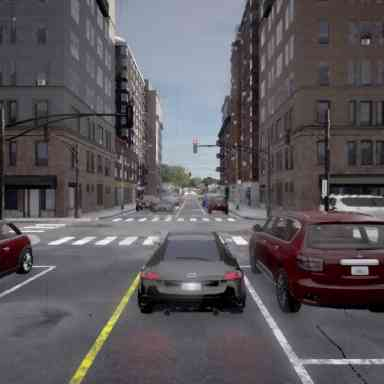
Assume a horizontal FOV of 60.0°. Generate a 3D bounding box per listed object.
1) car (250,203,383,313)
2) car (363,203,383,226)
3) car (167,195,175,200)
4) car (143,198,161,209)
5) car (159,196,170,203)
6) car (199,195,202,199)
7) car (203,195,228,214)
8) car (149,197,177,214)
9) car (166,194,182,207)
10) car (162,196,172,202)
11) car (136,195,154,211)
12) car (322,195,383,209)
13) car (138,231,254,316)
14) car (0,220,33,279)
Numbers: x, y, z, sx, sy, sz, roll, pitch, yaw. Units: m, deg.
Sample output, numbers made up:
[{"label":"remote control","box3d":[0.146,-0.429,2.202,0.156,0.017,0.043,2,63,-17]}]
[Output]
[{"label":"car","box3d":[2.625,1.315,7.595,2.192,1.841,5.009,0,0,0]},{"label":"car","box3d":[14.891,1.502,22.705,5.357,1.411,2.033,0,0,0]},{"label":"car","box3d":[-5.555,1.575,89.674,1.802,1.307,4.206,0,0,0]},{"label":"car","box3d":[-5.495,1.563,45.643,1.947,1.339,4.313,0,0,0]},{"label":"car","box3d":[-5.525,1.540,67.659,1.887,1.381,4.507,0,0,0]},{"label":"car","box3d":[2.599,1.312,51.163,2.192,1.841,5.009,0,0,0]},{"label":"car","box3d":[2.641,1.313,34.652,2.192,1.841,5.009,0,0,0]},{"label":"car","box3d":[-2.907,1.562,34.469,1.994,1.385,4.181,0,0,0]},{"label":"car","box3d":[-2.928,1.522,51.748,1.812,1.442,4.674,0,0,-1]},{"label":"car","box3d":[-5.533,1.539,73.162,1.887,1.381,4.507,0,0,0]},{"label":"car","box3d":[-5.488,1.313,40.140,2.192,1.841,5.009,0,0,0]},{"label":"car","box3d":[10.281,1.189,19.527,5.566,2.045,2.150,0,0,-2]},{"label":"car","box3d":[0.012,1.564,7.617,1.994,1.385,4.181,0,0,1]},{"label":"car","box3d":[-5.400,1.440,7.581,1.967,1.590,4.097,0,0,0]}]
